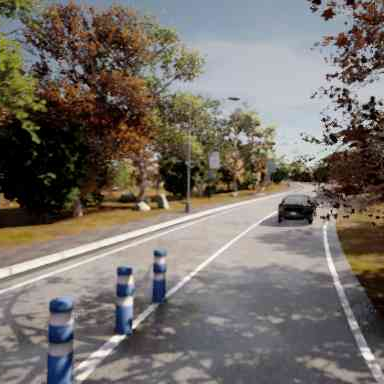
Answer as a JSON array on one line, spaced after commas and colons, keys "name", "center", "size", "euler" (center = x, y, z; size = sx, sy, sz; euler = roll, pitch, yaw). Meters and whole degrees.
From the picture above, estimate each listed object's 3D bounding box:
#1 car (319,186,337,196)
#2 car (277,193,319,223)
[{"name": "car", "center": [15.717, -0.031, 38.764], "size": [1.895, 1.301, 4.718], "euler": [0, 3, 28]}, {"name": "car", "center": [6.389, 0.876, 20.019], "size": [1.882, 1.535, 5.008], "euler": [0, 3, 23]}]
